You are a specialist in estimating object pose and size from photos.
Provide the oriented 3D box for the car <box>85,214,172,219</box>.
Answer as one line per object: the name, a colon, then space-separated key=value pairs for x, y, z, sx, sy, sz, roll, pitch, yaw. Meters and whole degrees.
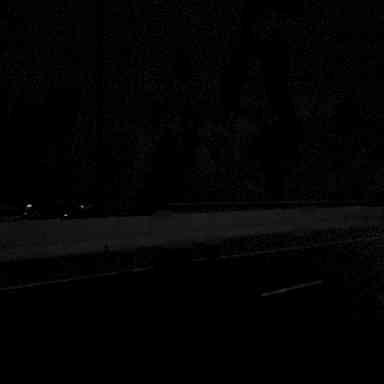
car: x=-3.130 y=1.329 z=18.693 sx=4.892 sy=1.490 sz=1.837 roll=0 pitch=0 yaw=-33

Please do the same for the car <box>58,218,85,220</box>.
car: x=-5.972 y=1.313 z=21.011 sx=4.674 sy=1.442 sz=1.812 roll=0 pitch=1 yaw=-33
